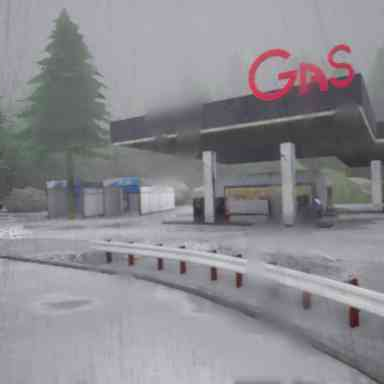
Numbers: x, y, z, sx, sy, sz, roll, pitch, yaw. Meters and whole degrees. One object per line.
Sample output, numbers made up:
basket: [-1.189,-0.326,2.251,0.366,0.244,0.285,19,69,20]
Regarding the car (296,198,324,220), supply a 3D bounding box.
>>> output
car: [7.695,1.191,24.403,3.633,1.501,1.845,-2,0,32]
